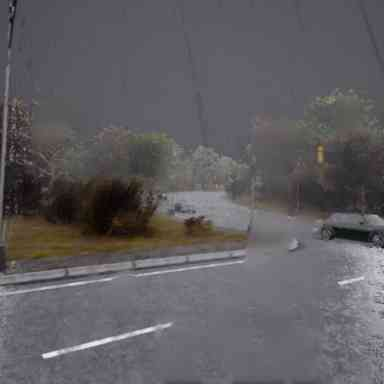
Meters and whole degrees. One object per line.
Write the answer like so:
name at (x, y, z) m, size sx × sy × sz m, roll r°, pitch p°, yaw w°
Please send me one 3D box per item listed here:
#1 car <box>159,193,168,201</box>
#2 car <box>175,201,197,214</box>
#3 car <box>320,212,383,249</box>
car at (-5.832, 0.984, 66.433) m, size 1.882 × 1.535 × 5.008 m, roll 2°, pitch 2°, yaw -6°
car at (-0.828, 1.971, 41.313) m, size 1.837 × 1.490 × 4.892 m, roll 2°, pitch 1°, yaw -17°
car at (9.259, 1.911, 17.807) m, size 2.097 × 1.767 × 4.553 m, roll 3°, pitch -2°, yaw -29°
